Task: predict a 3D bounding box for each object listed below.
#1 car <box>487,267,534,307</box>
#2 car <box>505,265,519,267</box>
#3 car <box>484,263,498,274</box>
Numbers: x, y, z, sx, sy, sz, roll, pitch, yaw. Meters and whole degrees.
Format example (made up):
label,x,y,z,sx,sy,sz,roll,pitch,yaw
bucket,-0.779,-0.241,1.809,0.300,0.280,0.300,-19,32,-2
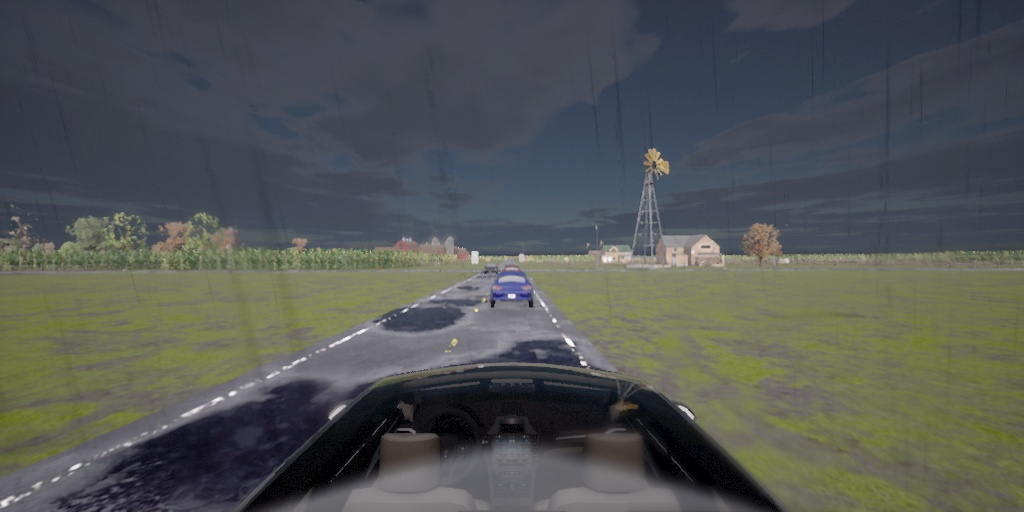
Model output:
label,x,y,z,sx,sy,sz,roll,pitch,yaw
car,0.002,1.405,16.236,1.812,1.442,4.674,0,0,0
car,-0.002,1.534,31.231,1.812,1.442,4.674,0,0,0
car,-2.760,1.698,48.595,2.033,1.411,5.357,0,0,0
